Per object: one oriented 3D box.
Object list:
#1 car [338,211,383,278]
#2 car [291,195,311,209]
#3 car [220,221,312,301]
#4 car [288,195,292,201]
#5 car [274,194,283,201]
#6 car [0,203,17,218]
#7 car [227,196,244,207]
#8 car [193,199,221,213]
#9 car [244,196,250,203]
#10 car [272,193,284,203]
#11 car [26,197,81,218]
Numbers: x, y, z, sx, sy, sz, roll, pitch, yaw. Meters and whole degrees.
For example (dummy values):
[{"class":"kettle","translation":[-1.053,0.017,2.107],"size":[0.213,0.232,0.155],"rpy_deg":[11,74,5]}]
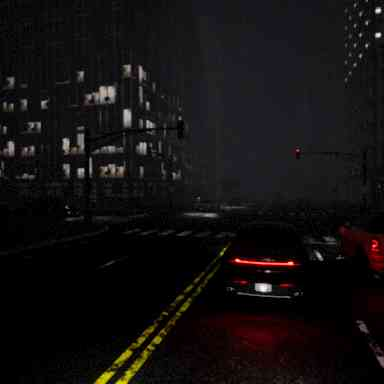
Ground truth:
[{"class":"car","translation":[5.794,1.348,9.986],"size":[2.097,1.767,4.553],"rpy_deg":[0,0,15]},{"class":"car","translation":[15.062,1.459,45.153],"size":[2.128,1.511,4.902],"rpy_deg":[0,0,15]},{"class":"car","translation":[1.919,1.501,8.428],"size":[1.837,1.490,4.892],"rpy_deg":[0,0,15]},{"class":"car","translation":[23.999,1.463,79.460],"size":[2.033,1.411,5.357],"rpy_deg":[0,0,15]},{"class":"car","translation":[20.856,1.234,80.290],"size":[1.882,1.535,5.008],"rpy_deg":[0,0,15]},{"class":"car","translation":[-16.581,1.433,27.406],"size":[4.313,1.339,1.947],"rpy_deg":[1,1,16]},{"class":"car","translation":[6.658,1.490,52.282],"size":[1.812,1.442,4.674],"rpy_deg":[0,0,15]},{"class":"car","translation":[1.732,1.479,35.781],"size":[1.812,1.442,4.674],"rpy_deg":[0,-1,22]},{"class":"car","translation":[10.739,1.472,67.424],"size":[1.812,1.442,4.674],"rpy_deg":[0,0,15]},{"class":"car","translation":[18.209,1.156,70.245],"size":[2.150,2.045,5.566],"rpy_deg":[0,0,15]},{"class":"car","translation":[-11.932,1.214,28.885],"size":[4.553,1.767,2.097],"rpy_deg":[0,1,16]}]
